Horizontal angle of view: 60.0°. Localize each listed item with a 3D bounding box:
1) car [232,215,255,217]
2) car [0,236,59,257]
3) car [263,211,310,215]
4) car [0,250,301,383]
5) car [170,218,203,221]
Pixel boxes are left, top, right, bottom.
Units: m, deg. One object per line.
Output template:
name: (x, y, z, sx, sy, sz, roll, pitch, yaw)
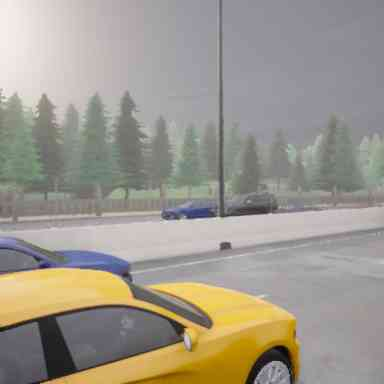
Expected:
car: (3.903, 1.127, 23.918, 5.566, 2.045, 2.150, -1, 0, -35)
car: (-3.437, 1.475, 5.592, 5.008, 1.535, 1.882, 0, 0, -35)
car: (6.846, 1.465, 21.676, 4.181, 1.385, 1.994, 0, 0, -35)
car: (-1.100, 1.474, 2.960, 5.008, 1.535, 1.882, 0, 0, -35)
car: (0.060, 1.396, 25.481, 5.008, 1.535, 1.882, 0, 0, -35)
